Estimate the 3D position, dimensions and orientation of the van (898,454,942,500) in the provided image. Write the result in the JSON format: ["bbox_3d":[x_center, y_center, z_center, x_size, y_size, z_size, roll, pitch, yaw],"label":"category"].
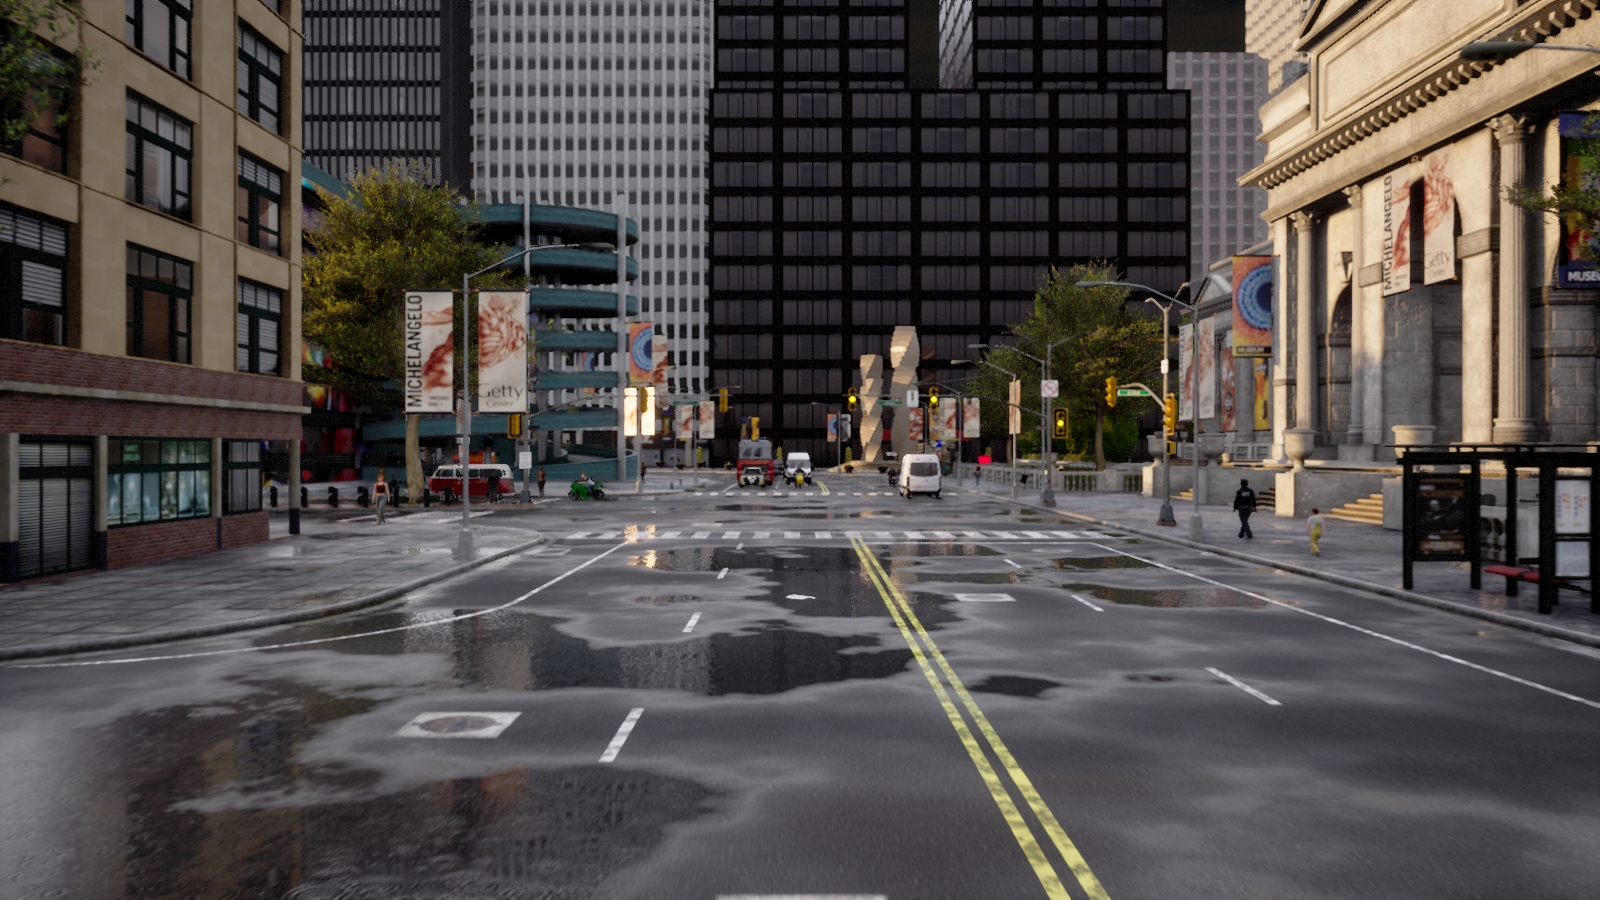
[{"bbox_3d":[6.994,1.526,67.339,1.988,2.561,5.915,0,0,0],"label":"van"}]

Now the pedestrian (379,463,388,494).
[{"bbox_3d":[-24.679,1.688,67.696,0.375,1.860,0.375,0,0,-5],"label":"pedestrian"}]

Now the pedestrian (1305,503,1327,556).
[{"bbox_3d":[12.838,1.973,28.426,0.375,1.300,0.375,0,0,-4],"label":"pedestrian"}]

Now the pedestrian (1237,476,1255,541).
[{"bbox_3d":[12.945,1.692,33.178,0.375,1.860,0.375,0,0,0],"label":"pedestrian"}]

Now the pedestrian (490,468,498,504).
[{"bbox_3d":[-15.822,1.841,59.066,0.375,1.860,0.375,0,0,-18],"label":"pedestrian"}]

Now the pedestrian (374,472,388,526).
[{"bbox_3d":[-14.585,1.691,39.772,0.375,1.860,0.375,0,0,-4],"label":"pedestrian"}]

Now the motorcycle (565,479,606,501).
[{"bbox_3d":[-11.799,2.205,62.861,2.033,1.145,0.803,0,-1,-25],"label":"motorcycle"}]

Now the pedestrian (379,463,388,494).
[{"bbox_3d":[-25.070,1.688,68.715,0.375,1.860,0.375,0,0,13],"label":"pedestrian"}]

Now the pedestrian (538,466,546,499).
[{"bbox_3d":[-14.749,1.842,65.287,0.375,1.860,0.375,0,0,2],"label":"pedestrian"}]

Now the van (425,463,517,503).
[{"bbox_3d":[-17.683,1.779,61.549,4.480,2.038,2.069,0,0,-7],"label":"van"}]
